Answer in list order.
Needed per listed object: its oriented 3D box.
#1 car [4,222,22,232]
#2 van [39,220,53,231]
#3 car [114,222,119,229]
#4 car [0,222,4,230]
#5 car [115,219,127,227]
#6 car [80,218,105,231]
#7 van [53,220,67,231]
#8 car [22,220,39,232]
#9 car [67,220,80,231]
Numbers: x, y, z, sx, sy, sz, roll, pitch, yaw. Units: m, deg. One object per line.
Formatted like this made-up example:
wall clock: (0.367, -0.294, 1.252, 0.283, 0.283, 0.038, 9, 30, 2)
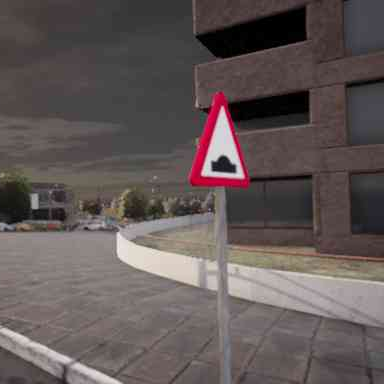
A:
car: (-29.766, 5.489, 51.996, 4.674, 1.452, 2.002, -1, -7, 6)
van: (-27.018, 5.810, 57.432, 4.442, 1.987, 1.878, -1, -7, 6)
car: (-19.261, 7.835, 73.653, 4.674, 1.452, 2.002, -1, -6, 6)
car: (-31.065, 5.195, 49.276, 4.674, 1.452, 2.002, -1, -6, 6)
car: (-20.381, 9.239, 92.659, 2.163, 1.488, 4.792, 0, 0, 10)
car: (-20.596, 7.252, 70.976, 5.566, 2.045, 2.435, -1, -6, 6)
van: (-25.704, 6.104, 60.144, 4.442, 1.987, 1.878, -1, -7, 6)
car: (-28.634, 5.742, 54.725, 5.366, 1.575, 1.946, -1, -6, 6)
car: (-24.500, 6.624, 62.829, 4.892, 1.521, 2.231, -1, -6, 6)
